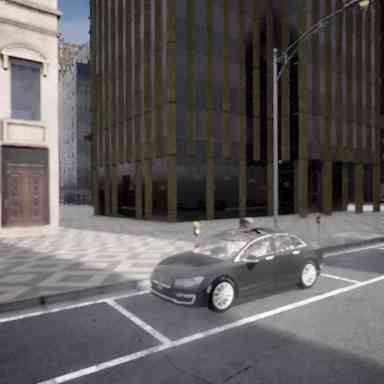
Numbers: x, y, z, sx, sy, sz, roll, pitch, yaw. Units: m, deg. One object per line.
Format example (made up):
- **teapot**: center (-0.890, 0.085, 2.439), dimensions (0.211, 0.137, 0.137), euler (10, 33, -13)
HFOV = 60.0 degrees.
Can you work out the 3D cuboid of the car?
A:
- **car**: center (1.183, 1.532, 7.504), dimensions (4.403, 1.369, 2.008), euler (0, 0, -35)
